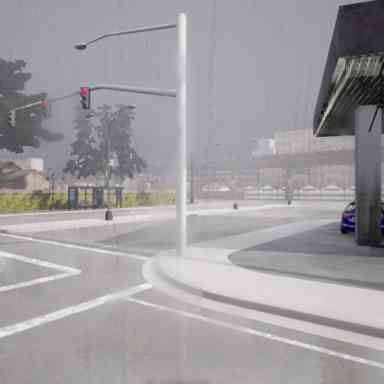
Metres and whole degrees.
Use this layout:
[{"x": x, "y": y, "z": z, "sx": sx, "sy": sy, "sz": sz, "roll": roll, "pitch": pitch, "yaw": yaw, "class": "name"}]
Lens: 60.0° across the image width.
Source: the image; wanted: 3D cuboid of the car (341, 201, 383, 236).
[{"x": 9.458, "y": 1.295, "z": 17.721, "sx": 2.242, "sy": 1.667, "sz": 4.611, "roll": 0, "pitch": 0, "yaw": 37, "class": "car"}]
